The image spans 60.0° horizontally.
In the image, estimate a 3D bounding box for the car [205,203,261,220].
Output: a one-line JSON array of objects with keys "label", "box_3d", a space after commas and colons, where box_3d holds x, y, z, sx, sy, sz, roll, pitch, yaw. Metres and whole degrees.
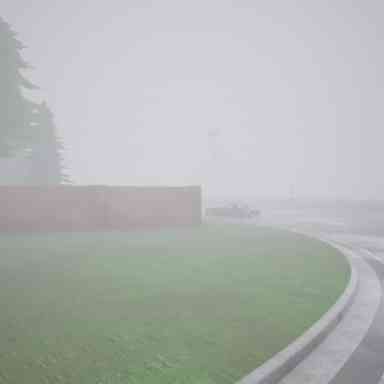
[{"label": "car", "box_3d": [3.275, 1.594, 27.780, 1.895, 1.301, 4.718, 0, 0, -41]}]
